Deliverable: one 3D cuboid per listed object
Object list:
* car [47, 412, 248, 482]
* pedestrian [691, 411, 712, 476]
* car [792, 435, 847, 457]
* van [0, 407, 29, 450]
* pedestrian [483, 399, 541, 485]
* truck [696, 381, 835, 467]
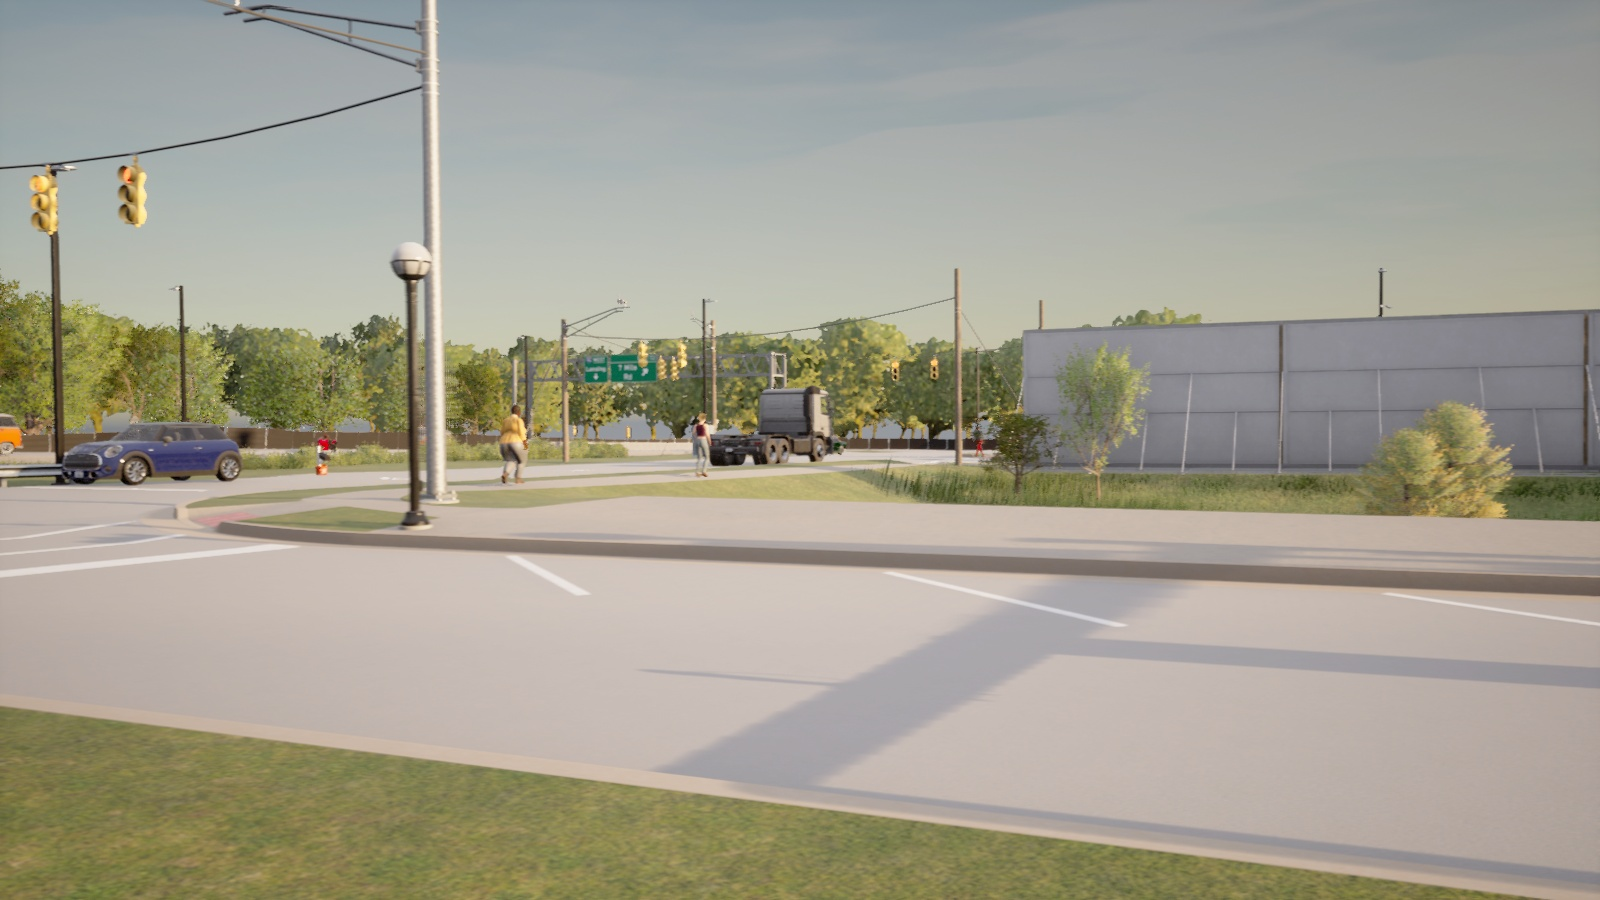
[{"bbox_3d":[-17.633,-0.110,34.173,2.097,1.767,4.553,1,1,23],"label":"car"},{"bbox_3d":[-2.819,-0.186,35.849,0.345,1.836,0.594,1,2,24],"label":"pedestrian"},{"bbox_3d":[1.270,-0.283,78.278,1.895,1.301,4.718,0,1,21],"label":"car"},{"bbox_3d":[-37.857,-1.002,57.188,1.775,1.987,4.442,1,0,23],"label":"van"},{"bbox_3d":[-6.354,-0.192,27.693,0.874,1.855,0.900,0,2,22],"label":"pedestrian"},{"bbox_3d":[-1.322,-1.098,54.447,2.891,3.462,7.936,1,1,24],"label":"truck"}]
